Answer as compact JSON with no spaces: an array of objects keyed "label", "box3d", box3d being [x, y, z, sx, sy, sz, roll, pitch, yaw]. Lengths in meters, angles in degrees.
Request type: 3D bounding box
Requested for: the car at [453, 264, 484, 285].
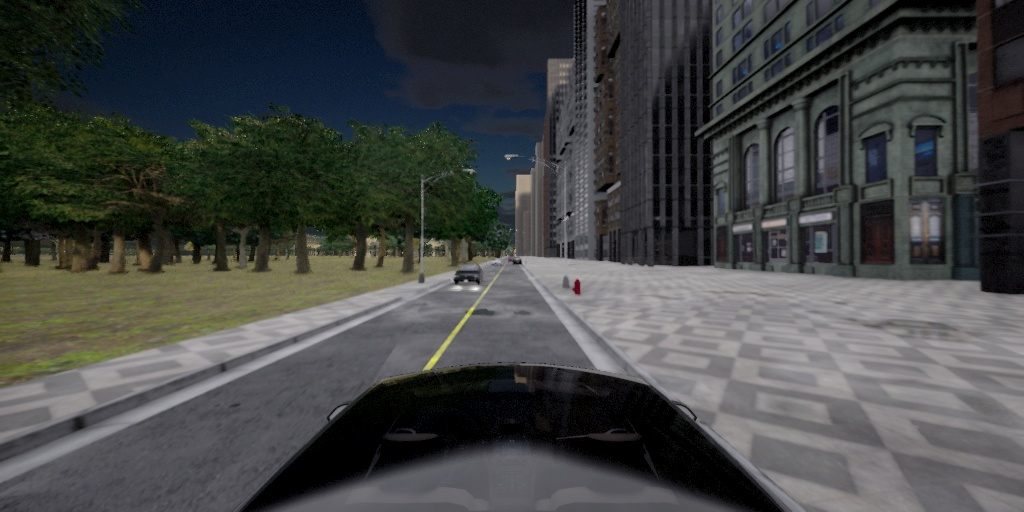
[{"label":"car","box3d":[-3.086,1.290,26.679,2.033,1.411,5.357,0,0,0]}]
